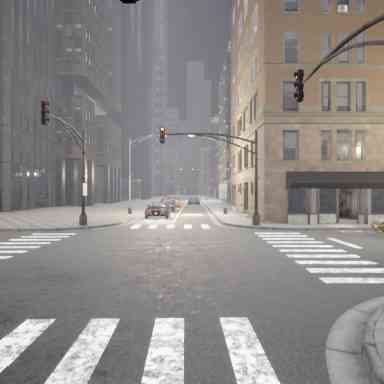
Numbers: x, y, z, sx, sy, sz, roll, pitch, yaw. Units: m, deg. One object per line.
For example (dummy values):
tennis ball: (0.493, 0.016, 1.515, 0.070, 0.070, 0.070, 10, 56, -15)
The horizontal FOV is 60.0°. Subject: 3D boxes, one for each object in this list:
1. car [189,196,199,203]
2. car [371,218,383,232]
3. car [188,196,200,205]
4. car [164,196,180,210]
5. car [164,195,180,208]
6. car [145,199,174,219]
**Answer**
car: (0.376, 1.545, 69.892, 1.994, 1.385, 4.181, 0, 0, 0)
car: (12.186, 1.519, 17.717, 4.829, 1.417, 1.752, 0, 0, -1)
car: (0.340, 1.570, 59.307, 1.994, 1.385, 4.181, 0, 0, 0)
car: (-2.932, 1.505, 39.268, 2.128, 1.511, 4.902, 0, 0, 0)
car: (-2.886, 1.368, 49.167, 2.097, 1.767, 4.553, 0, 0, 0)
car: (-2.978, 1.573, 29.414, 1.994, 1.385, 4.181, 0, 0, 0)
